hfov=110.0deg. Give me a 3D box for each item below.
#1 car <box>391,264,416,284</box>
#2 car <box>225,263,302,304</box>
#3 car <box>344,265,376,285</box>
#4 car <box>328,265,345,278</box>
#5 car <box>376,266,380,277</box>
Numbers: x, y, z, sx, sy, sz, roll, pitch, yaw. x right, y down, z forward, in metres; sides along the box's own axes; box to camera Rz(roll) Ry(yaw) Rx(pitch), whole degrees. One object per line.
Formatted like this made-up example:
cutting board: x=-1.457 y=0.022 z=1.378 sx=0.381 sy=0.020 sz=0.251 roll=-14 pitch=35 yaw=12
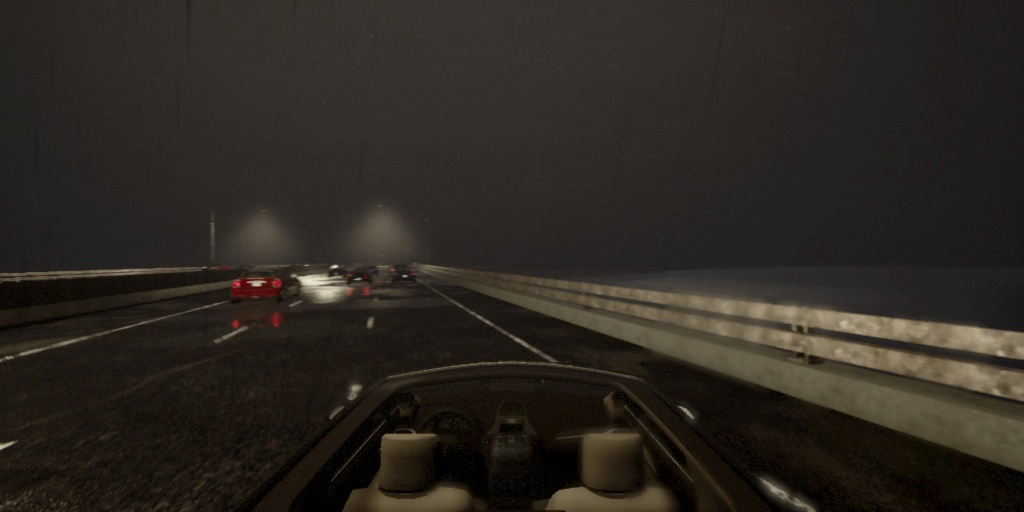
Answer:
car: x=-9.709 y=1.695 z=32.138 sx=1.994 sy=1.385 sz=4.181 roll=0 pitch=-1 yaw=-20
car: x=-12.410 y=1.361 z=18.440 sx=2.097 sy=1.767 sz=4.553 roll=0 pitch=-1 yaw=-19
car: x=-12.928 y=1.667 z=30.657 sx=1.812 sy=1.442 sz=4.674 roll=0 pitch=-1 yaw=-19
car: x=-20.794 y=1.834 z=43.097 sx=2.128 sy=1.511 sz=4.902 roll=0 pitch=-1 yaw=-18
car: x=-17.775 y=1.818 z=45.126 sx=1.882 sy=1.535 sz=5.008 roll=0 pitch=0 yaw=-18
